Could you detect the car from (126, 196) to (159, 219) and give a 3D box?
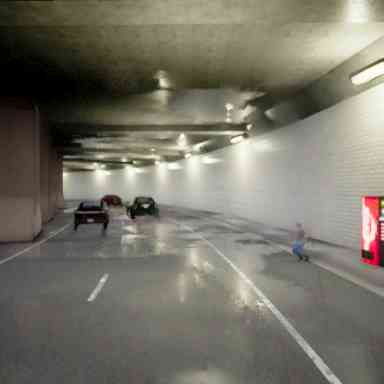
[{"bbox_3d":[-3.989,1.092,26.258,2.097,1.767,4.553,0,1,-17],"label":"car"}]

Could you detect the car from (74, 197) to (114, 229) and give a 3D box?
[{"bbox_3d":[-6.044,1.291,20.286,2.128,1.511,4.902,0,1,-13],"label":"car"}]

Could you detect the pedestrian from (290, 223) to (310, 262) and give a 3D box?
[{"bbox_3d":[3.321,1.472,10.133,0.375,1.300,0.375,0,1,-6],"label":"pedestrian"}]

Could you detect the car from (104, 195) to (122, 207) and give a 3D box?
[{"bbox_3d":[-10.354,1.063,42.131,1.882,1.535,5.008,0,0,-28],"label":"car"}]

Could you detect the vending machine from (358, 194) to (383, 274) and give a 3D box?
[{"bbox_3d":[5.399,1.102,9.241,1.100,2.100,0.880,0,1,-6],"label":"vending machine"}]
